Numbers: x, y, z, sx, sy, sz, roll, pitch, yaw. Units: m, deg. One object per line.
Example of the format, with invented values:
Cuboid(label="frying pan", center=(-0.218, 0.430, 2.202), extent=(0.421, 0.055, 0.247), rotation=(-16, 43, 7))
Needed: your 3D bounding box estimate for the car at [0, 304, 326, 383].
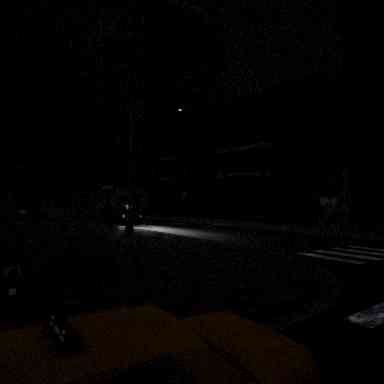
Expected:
Cuboid(label="car", center=(-1.079, 1.526, 2.051), extent=(4.829, 1.417, 1.752), rotation=(0, 1, -36))

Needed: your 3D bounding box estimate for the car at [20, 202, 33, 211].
Cuboid(label="car", center=(-29.696, 2.662, 59.805), extent=(1.837, 1.490, 4.892), rotation=(2, -1, -36))

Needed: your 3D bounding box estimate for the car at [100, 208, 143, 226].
Cuboid(label="car", center=(-5.817, 1.962, 27.109), extent=(1.895, 1.301, 4.718), rotation=(2, -2, -36))
